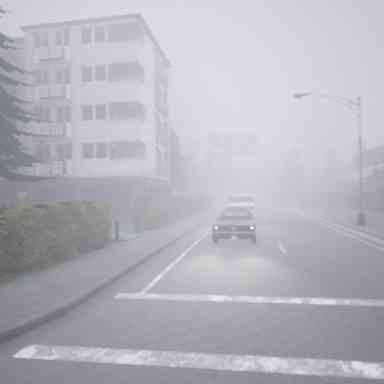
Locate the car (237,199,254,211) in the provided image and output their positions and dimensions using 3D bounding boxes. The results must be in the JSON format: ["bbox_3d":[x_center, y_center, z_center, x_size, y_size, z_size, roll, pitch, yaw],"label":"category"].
[{"bbox_3d":[6.608,1.549,40.897,1.994,1.385,4.181,-1,0,10],"label":"car"}]

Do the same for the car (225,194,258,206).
[{"bbox_3d":[3.910,1.175,26.048,2.150,2.045,5.566,-1,0,10],"label":"car"}]

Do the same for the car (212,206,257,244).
[{"bbox_3d":[2.070,1.532,15.568,1.895,1.301,4.718,-1,0,10],"label":"car"}]
